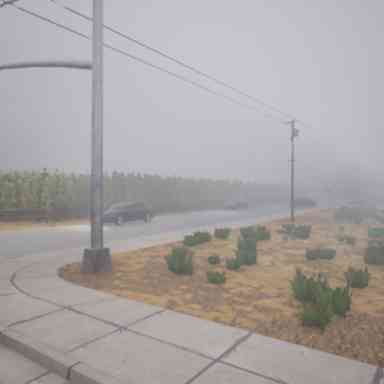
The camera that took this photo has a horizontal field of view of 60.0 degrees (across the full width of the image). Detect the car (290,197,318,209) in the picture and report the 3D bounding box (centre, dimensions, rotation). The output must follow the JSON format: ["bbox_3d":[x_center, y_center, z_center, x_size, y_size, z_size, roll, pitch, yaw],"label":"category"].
[{"bbox_3d":[15.583,1.478,46.284,4.892,1.490,1.837,0,0,-38],"label":"car"}]

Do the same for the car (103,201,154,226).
[{"bbox_3d":[-4.679,1.464,23.581,1.837,1.490,4.892,0,1,33],"label":"car"}]

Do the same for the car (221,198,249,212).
[{"bbox_3d":[5.150,1.463,38.955,1.837,1.490,4.892,0,0,33],"label":"car"}]
